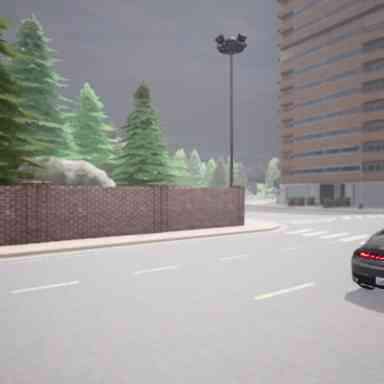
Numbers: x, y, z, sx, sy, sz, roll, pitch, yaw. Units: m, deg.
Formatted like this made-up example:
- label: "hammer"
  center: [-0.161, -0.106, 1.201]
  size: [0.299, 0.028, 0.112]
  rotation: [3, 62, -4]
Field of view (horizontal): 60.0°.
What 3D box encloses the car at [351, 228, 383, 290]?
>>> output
- label: "car"
  center: [5.684, 1.492, 7.829]
  size: [4.892, 1.490, 1.837]
  rotation: [0, 0, -35]
